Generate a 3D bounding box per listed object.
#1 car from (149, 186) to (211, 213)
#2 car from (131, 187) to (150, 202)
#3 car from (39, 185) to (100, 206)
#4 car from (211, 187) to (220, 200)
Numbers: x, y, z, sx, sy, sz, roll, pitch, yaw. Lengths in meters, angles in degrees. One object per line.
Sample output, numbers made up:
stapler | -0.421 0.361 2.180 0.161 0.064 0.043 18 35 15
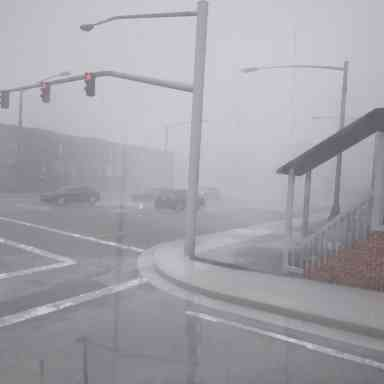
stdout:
car | -0.836 0.560 26.275 2.097 1.767 4.553 5 3 36
car | -4.112 0.226 34.025 1.837 1.490 4.892 5 3 36
car | -9.579 0.224 26.419 1.837 1.490 4.892 5 3 35
car | 1.720 0.078 42.095 2.097 1.767 4.553 5 3 36
